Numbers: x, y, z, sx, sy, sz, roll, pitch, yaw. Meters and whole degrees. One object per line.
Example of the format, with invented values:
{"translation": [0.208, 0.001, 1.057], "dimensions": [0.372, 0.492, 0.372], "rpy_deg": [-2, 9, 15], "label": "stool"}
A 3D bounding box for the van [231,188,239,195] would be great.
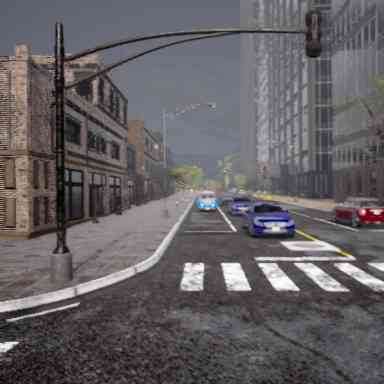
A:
{"translation": [11.669, -0.243, 90.640], "dimensions": [1.690, 1.788, 3.998], "rpy_deg": [0, 1, 2], "label": "van"}

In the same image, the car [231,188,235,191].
{"translation": [11.321, -0.087, 79.577], "dimensions": [2.192, 1.841, 5.009], "rpy_deg": [0, 1, 2], "label": "car"}

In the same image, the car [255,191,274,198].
{"translation": [10.281, 0.668, 46.563], "dimensions": [1.752, 1.417, 4.829], "rpy_deg": [0, 1, 2], "label": "car"}

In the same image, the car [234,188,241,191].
{"translation": [11.151, 0.212, 74.219], "dimensions": [1.752, 1.417, 4.829], "rpy_deg": [0, 1, 2], "label": "car"}

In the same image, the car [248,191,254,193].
{"translation": [10.455, 0.577, 52.093], "dimensions": [1.752, 1.417, 4.829], "rpy_deg": [0, 1, 2], "label": "car"}

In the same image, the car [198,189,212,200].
{"translation": [2.249, 0.349, 57.727], "dimensions": [2.192, 1.841, 5.009], "rpy_deg": [0, 1, 2], "label": "car"}

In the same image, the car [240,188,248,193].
{"translation": [10.797, 0.417, 62.987], "dimensions": [1.887, 1.381, 4.507], "rpy_deg": [0, 1, 2], "label": "car"}

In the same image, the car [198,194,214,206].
{"translation": [1.725, 0.890, 41.139], "dimensions": [1.802, 1.307, 4.206], "rpy_deg": [0, 1, 2], "label": "car"}

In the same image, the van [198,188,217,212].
{"translation": [1.379, 0.832, 30.073], "dimensions": [1.690, 1.788, 3.998], "rpy_deg": [0, 1, 2], "label": "van"}

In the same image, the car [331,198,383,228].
{"translation": [9.405, 1.042, 18.734], "dimensions": [1.967, 1.590, 4.097], "rpy_deg": [0, 1, 2], "label": "car"}

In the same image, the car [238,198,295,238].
{"translation": [3.512, 1.226, 15.942], "dimensions": [1.812, 1.442, 4.674], "rpy_deg": [0, 1, 2], "label": "car"}

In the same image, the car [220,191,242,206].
{"translation": [4.233, 0.896, 38.293], "dimensions": [1.994, 1.385, 4.181], "rpy_deg": [0, 1, 2], "label": "car"}

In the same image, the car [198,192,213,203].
{"translation": [1.900, 0.783, 46.670], "dimensions": [1.947, 1.339, 4.313], "rpy_deg": [0, 1, 2], "label": "car"}

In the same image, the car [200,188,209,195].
{"translation": [3.120, -0.107, 85.383], "dimensions": [2.192, 1.841, 5.009], "rpy_deg": [0, 1, 2], "label": "car"}

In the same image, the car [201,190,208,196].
{"translation": [2.939, 0.198, 79.685], "dimensions": [1.752, 1.417, 4.829], "rpy_deg": [0, 1, 2], "label": "car"}

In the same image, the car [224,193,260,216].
{"translation": [3.840, 1.057, 26.181], "dimensions": [1.812, 1.442, 4.674], "rpy_deg": [0, 1, 2], "label": "car"}
